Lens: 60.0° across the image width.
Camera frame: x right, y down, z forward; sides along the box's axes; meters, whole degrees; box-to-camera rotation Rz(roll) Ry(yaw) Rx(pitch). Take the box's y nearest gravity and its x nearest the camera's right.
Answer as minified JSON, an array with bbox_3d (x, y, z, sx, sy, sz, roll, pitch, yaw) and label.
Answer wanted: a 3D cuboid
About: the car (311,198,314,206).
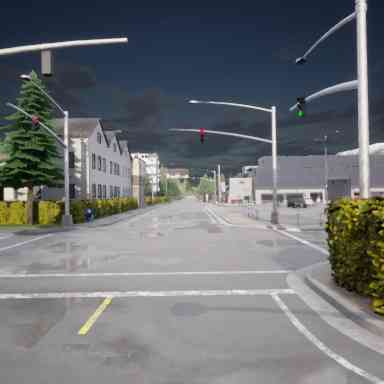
[{"bbox_3d":[19.090,1.573,56.182,1.970,1.475,3.806,-1,-1,0],"label":"car"}]

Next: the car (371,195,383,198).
[{"bbox_3d":[19.127,1.183,31.256,1.905,1.878,3.866,-1,-1,0],"label":"car"}]

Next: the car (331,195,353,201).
[{"bbox_3d":[25.504,1.398,56.519,2.152,1.636,5.027,-1,-1,0],"label":"car"}]

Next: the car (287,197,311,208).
[{"bbox_3d":[15.442,1.629,49.125,2.007,1.523,4.514,-1,-1,0],"label":"car"}]
